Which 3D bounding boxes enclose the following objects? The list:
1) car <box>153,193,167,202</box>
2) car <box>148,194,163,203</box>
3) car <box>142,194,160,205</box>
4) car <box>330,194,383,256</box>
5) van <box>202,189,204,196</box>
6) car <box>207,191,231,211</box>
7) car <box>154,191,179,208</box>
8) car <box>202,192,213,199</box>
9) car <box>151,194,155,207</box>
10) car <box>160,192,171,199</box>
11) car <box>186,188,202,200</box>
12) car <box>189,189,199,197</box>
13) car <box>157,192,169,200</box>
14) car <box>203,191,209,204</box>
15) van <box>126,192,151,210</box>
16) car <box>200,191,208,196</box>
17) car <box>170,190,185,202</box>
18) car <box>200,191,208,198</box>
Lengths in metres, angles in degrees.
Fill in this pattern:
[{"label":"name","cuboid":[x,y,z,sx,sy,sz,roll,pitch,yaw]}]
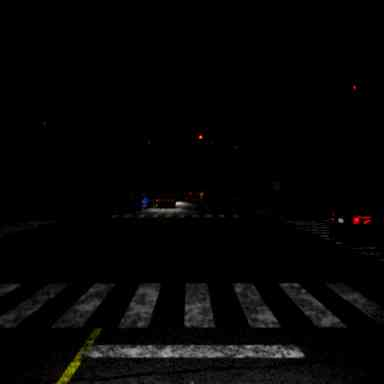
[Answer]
[{"label":"car","cuboid":[-5.499,0.873,57.078,1.947,1.339,4.313,0,1,0]},{"label":"car","cuboid":[-5.535,0.958,51.411,1.802,1.307,4.206,0,1,0]},{"label":"car","cuboid":[-5.572,1.011,45.743,1.947,1.339,4.313,0,1,0]},{"label":"car","cuboid":[7.847,1.092,11.907,5.566,2.045,2.150,0,0,-7]},{"label":"van","cuboid":[3.027,0.650,57.026,1.690,1.788,3.998,0,1,0]},{"label":"car","cuboid":[2.880,1.023,34.353,1.967,1.590,4.097,0,1,0]},{"label":"car","cuboid":[-2.856,1.012,38.386,1.882,1.535,5.008,0,1,0]},{"label":"car","cuboid":[3.101,0.720,68.366,2.008,1.369,4.403,0,1,0]},{"label":"car","cuboid":[-5.609,0.954,40.073,1.967,1.590,4.097,0,1,0]},{"label":"car","cuboid":[-5.425,0.733,68.414,1.947,1.339,4.313,0,1,0]},{"label":"car","cuboid":[0.408,0.440,64.371,2.150,2.045,5.566,0,1,0]},{"label":"car","cuboid":[0.474,0.277,74.729,2.097,1.767,4.553,0,1,0]},{"label":"car","cuboid":[-5.463,0.765,62.575,1.752,1.417,4.829,0,1,0]},{"label":"car","cuboid":[2.954,0.887,45.690,1.967,1.590,4.097,0,1,0]},{"label":"van","cuboid":[-5.645,0.923,34.404,1.690,1.788,3.998,0,1,0]},{"label":"car","cuboid":[3.247,0.451,91.042,1.947,1.339,4.313,0,1,0]},{"label":"car","cuboid":[-2.716,0.821,55.304,2.128,1.511,4.902,0,1,1]},{"label":"car","cuboid":[2.862,0.474,80.535,1.801,1.575,5.366,0,1,0]}]
